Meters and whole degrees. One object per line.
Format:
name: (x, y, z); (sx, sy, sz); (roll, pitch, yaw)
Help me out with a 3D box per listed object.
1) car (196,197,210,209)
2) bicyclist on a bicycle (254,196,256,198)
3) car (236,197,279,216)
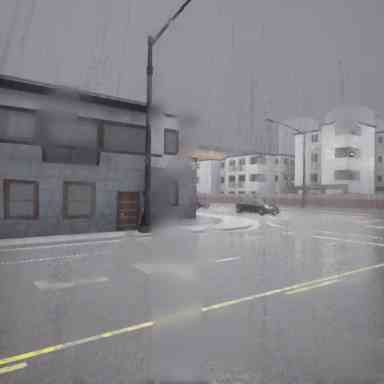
car: (0.027, 1.286, 40.927); (4.674, 1.442, 1.812); (2, 0, 41)
bicyclist on a bicycle: (9.058, 1.338, 47.874); (0.582, 1.620, 1.656); (2, 0, 44)
car: (6.590, 1.358, 33.599); (2.097, 1.767, 4.553); (1, 0, -38)
